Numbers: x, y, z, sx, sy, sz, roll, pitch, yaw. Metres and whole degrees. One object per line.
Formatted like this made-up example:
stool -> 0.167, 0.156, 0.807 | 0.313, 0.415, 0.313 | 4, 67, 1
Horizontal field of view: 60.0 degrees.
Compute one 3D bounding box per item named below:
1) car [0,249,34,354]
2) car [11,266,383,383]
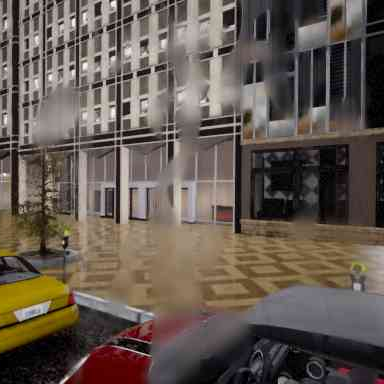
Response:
car -> -3.955, 1.524, 5.687 | 4.829, 1.417, 1.752 | 0, 1, 36
car -> 0.810, 1.440, 2.287 | 4.097, 1.590, 1.967 | 0, 1, 36
